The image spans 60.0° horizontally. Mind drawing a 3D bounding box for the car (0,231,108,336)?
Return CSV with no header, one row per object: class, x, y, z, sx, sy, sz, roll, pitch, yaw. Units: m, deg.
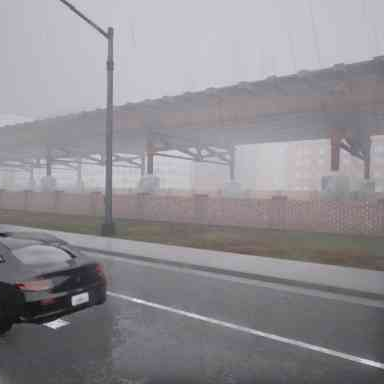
car,-3.637,1.515,6.610,4.674,1.442,1.812,0,0,36
